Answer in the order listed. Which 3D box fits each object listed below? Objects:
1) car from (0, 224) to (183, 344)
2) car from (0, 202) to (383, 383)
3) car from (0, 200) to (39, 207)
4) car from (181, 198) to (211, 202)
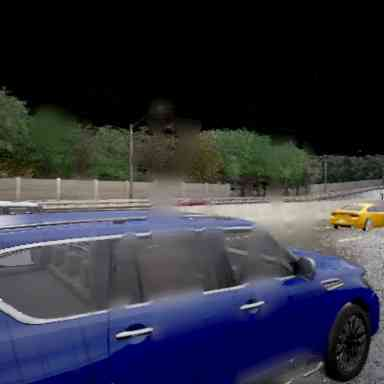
[{"bbox_3d":[-2.610,1.524,6.180,4.674,1.442,1.812,0,0,-35],"label":"car"},{"bbox_3d":[-0.152,1.224,3.760,5.566,2.045,2.150,0,0,-35],"label":"car"},{"bbox_3d":[-4.880,1.220,8.863,5.566,2.045,2.150,0,0,-35],"label":"car"},{"bbox_3d":[-0.112,1.413,38.195,5.008,1.535,1.882,0,0,-35],"label":"car"}]
